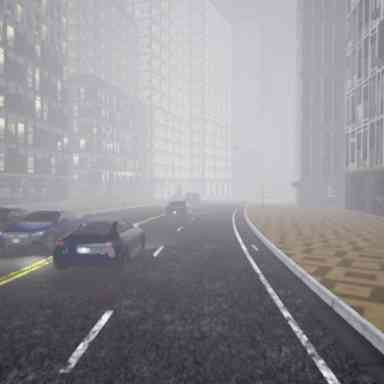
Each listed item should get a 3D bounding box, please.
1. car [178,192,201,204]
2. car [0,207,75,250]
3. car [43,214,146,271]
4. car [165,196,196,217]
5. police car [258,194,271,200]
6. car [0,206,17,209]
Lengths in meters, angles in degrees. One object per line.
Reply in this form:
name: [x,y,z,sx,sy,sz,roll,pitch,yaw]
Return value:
car: [-0.054,1.041,54.098,2.150,2.045,5.566,0,0,14]
car: [-6.060,1.457,14.038,1.812,1.442,4.674,0,0,4]
car: [-2.787,1.516,10.857,1.994,1.385,4.181,0,0,3]
car: [-1.094,1.402,29.457,1.837,1.490,4.892,0,0,7]
police car: [18.736,1.277,87.657,1.930,1.638,5.238,1,0,23]
car: [-9.184,1.440,16.050,1.812,1.442,4.674,0,0,4]
